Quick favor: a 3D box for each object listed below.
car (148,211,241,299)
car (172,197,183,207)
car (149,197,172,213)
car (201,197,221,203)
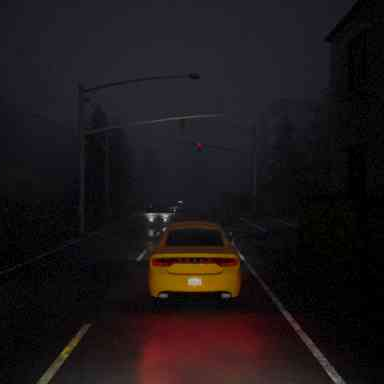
[{"bbox_3d":[0.061,1.477,8.508,1.882,1.535,5.008,0,0,0],"label":"car"},{"bbox_3d":[-2.789,1.544,52.847,2.033,1.411,5.357,0,0,10],"label":"car"},{"bbox_3d":[-3.609,1.523,37.146,1.812,1.442,4.674,0,0,0],"label":"car"},{"bbox_3d":[3.768,1.597,66.791,1.895,1.301,4.718,0,0,39],"label":"car"}]
